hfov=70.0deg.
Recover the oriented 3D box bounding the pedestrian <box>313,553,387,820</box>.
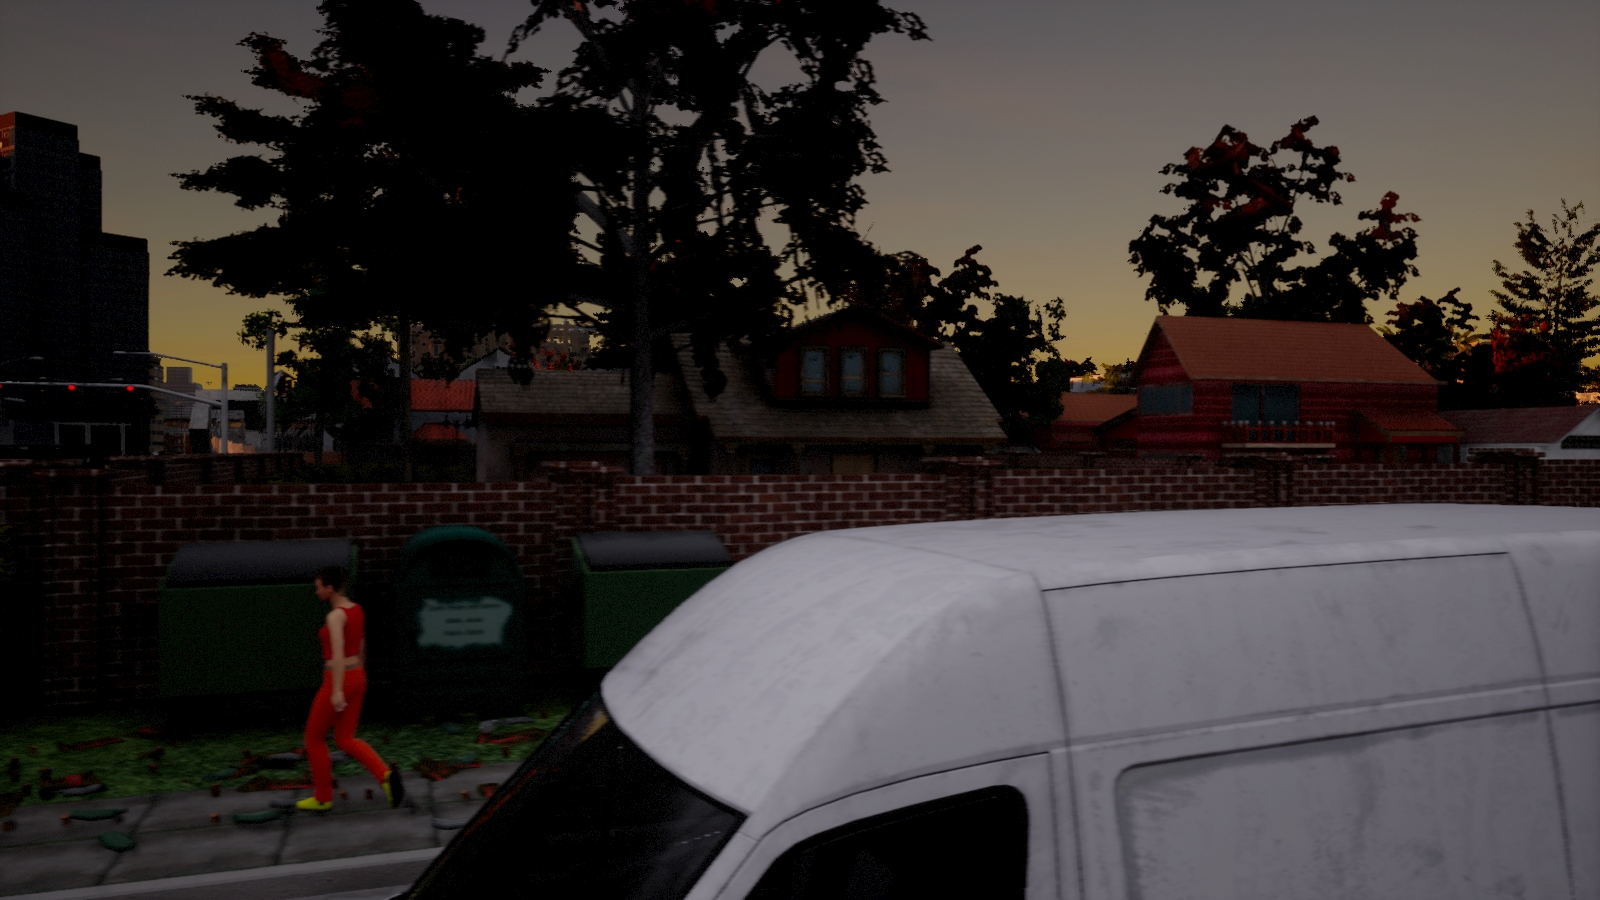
[{"bbox_3d":[-3.268,1.696,8.308,0.375,1.860,0.375,0,0,5],"label":"pedestrian"}]

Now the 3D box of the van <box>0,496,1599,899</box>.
[{"bbox_3d":[0.838,1.532,3.599,5.915,2.561,1.988,-1,0,-20],"label":"van"}]
